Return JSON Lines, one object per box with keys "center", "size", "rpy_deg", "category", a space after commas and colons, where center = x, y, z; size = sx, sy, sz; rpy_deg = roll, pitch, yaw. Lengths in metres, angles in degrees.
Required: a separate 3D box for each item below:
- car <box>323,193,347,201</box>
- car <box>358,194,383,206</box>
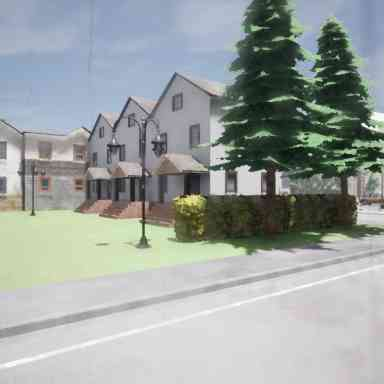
{"center": [32.094, 1.119, 74.691], "size": [1.932, 1.855, 4.605], "rpy_deg": [0, 0, -36], "category": "car"}
{"center": [27.224, 1.113, 49.238], "size": [1.932, 1.855, 4.605], "rpy_deg": [0, 0, -36], "category": "car"}
